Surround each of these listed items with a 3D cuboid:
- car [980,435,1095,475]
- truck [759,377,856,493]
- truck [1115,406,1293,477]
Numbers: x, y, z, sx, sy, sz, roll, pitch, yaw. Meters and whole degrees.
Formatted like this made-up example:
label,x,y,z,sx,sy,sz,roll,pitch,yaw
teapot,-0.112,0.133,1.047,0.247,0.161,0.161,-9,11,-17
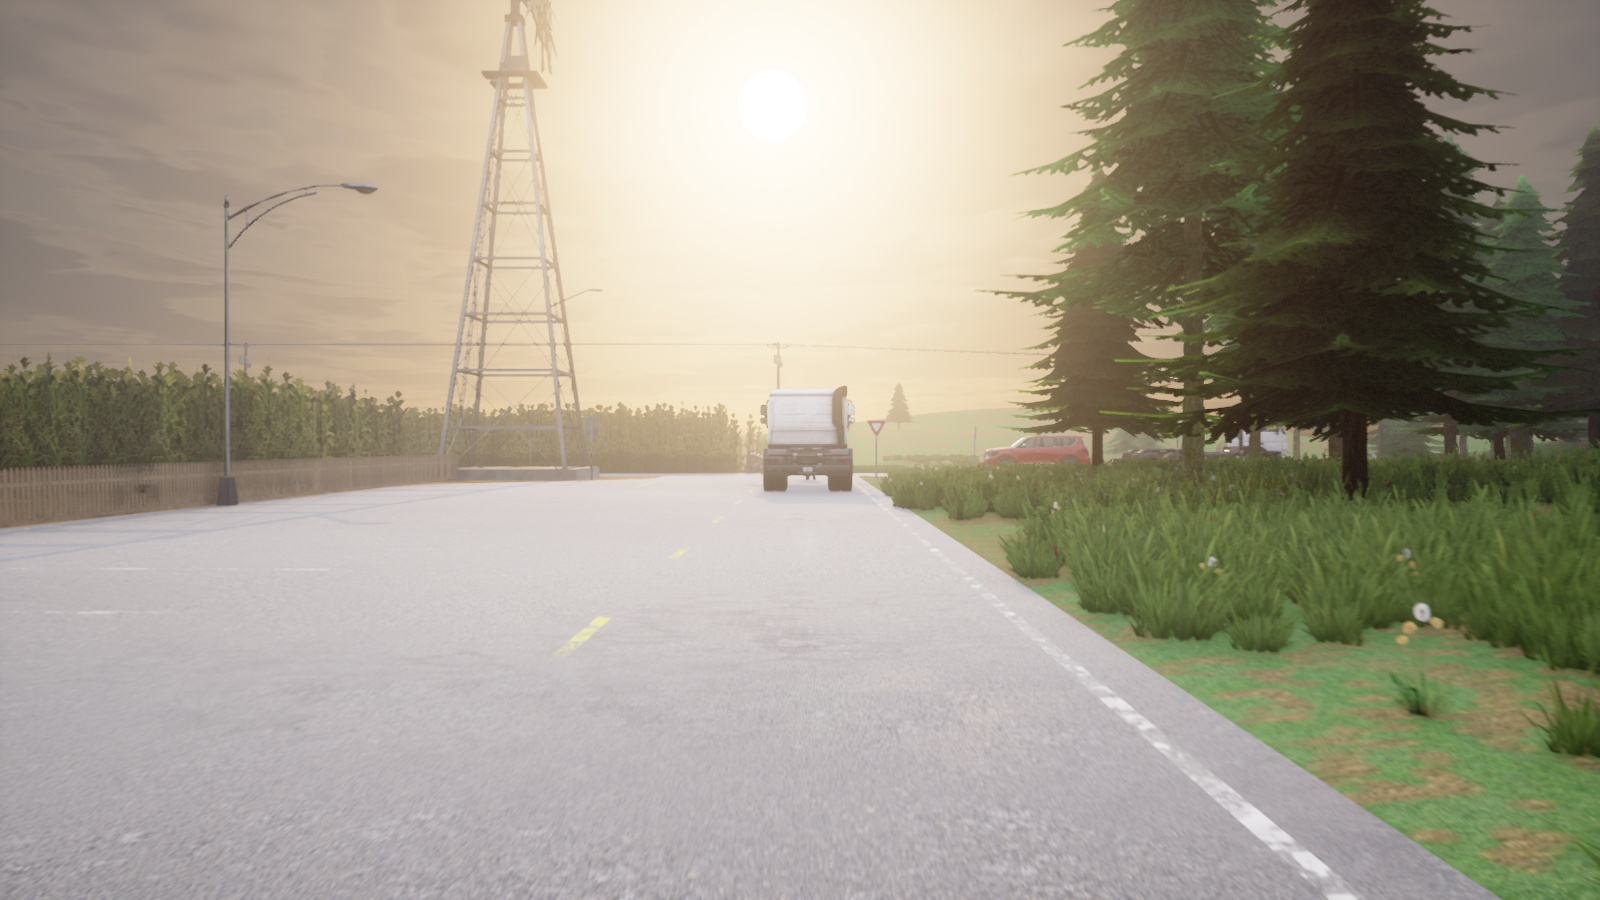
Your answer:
label,x,y,z,sx,sy,sz,roll,pitch,yaw
car,12.377,0.246,65.701,5.566,2.045,2.150,0,0,0
truck,0.251,-0.468,41.352,2.891,3.462,7.936,0,0,0
truck,20.006,-0.432,62.551,7.936,3.462,2.891,0,0,0
